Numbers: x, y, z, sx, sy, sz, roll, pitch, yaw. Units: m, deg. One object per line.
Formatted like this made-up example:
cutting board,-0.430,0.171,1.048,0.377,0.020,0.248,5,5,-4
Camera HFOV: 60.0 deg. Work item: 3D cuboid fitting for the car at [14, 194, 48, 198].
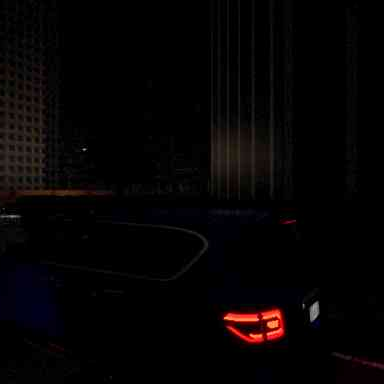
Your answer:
car,-18.328,1.277,36.420,2.150,2.045,5.566,0,0,35

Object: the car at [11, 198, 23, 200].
car,-15.995,1.619,33.653,1.994,1.385,4.181,0,0,35

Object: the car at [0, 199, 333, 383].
car,-1.021,1.221,4.715,5.566,2.045,2.150,0,0,35
